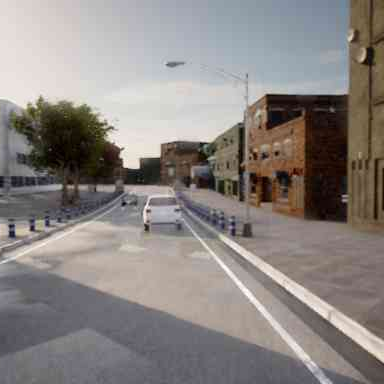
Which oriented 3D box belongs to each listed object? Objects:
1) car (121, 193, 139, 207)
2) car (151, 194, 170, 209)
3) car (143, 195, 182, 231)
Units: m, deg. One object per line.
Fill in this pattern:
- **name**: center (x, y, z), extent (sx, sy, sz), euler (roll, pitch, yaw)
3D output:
- **car**: center (-7.678, 0.971, 41.429), extent (2.128, 1.511, 4.902), euler (-1, 3, -6)
- **car**: center (-3.791, 1.066, 39.713), extent (2.033, 1.411, 5.357), euler (-1, 3, -6)
- **car**: center (-1.861, 1.194, 20.918), extent (2.150, 2.045, 5.566), euler (-1, 0, -6)
